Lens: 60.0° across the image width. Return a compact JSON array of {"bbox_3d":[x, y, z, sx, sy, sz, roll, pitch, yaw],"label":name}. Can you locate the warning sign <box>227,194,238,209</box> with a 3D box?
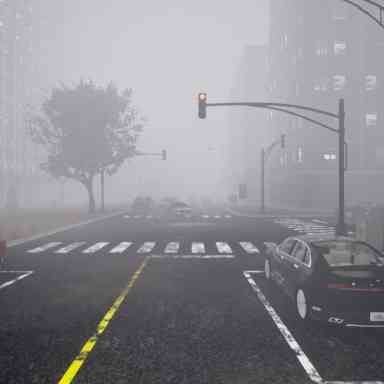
[{"bbox_3d":[5.037,1.138,41.461,1.300,1.860,1.060,0,0,0],"label":"warning sign"}]

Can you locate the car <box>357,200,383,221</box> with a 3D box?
[{"bbox_3d":[14.921,1.283,23.797,4.892,1.490,1.837,-1,0,-1],"label":"car"}]

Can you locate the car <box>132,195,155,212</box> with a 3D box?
[{"bbox_3d":[-5.723,1.336,39.327,2.192,1.841,5.009,0,0,0],"label":"car"}]

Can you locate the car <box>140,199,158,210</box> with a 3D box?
[{"bbox_3d":[-5.727,1.592,44.850,1.947,1.339,4.313,0,0,0],"label":"car"}]

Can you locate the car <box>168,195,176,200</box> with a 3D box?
[{"bbox_3d":[-5.766,1.654,94.556,2.008,1.369,4.403,0,0,0],"label":"car"}]

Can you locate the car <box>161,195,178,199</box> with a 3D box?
[{"bbox_3d":[-3.131,1.501,41.374,1.882,1.535,5.008,0,0,0],"label":"car"}]

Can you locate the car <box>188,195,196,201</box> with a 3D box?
[{"bbox_3d":[-0.061,1.446,79.075,1.812,1.442,4.674,0,0,0],"label":"car"}]

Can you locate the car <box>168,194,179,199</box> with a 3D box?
[{"bbox_3d":[-3.119,1.549,60.150,1.837,1.490,4.892,0,0,0],"label":"car"}]

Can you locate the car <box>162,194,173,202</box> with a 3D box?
[{"bbox_3d":[-5.753,1.385,77.987,2.192,1.841,5.009,0,0,0],"label":"car"}]

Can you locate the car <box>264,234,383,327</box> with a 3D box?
[{"bbox_3d":[2.684,1.551,6.945,2.008,1.369,4.403,0,0,0],"label":"car"}]

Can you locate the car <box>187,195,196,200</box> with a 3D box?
[{"bbox_3d":[-0.055,1.656,69.098,1.895,1.301,4.718,0,0,0],"label":"car"}]

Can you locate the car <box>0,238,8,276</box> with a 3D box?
[{"bbox_3d":[-5.696,1.545,6.939,1.887,1.381,4.507,0,0,0],"label":"car"}]

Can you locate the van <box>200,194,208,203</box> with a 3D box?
[{"bbox_3d":[2.632,1.402,72.471,1.690,1.788,3.998,0,0,0],"label":"van"}]

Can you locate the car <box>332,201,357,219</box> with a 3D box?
[{"bbox_3d":[13.405,1.350,26.360,4.403,1.369,2.008,-1,1,-1],"label":"car"}]

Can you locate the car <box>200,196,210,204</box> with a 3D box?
[{"bbox_3d":[2.637,1.578,67.118,1.752,1.417,4.829,0,0,0],"label":"car"}]

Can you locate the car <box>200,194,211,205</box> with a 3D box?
[{"bbox_3d":[2.641,1.610,61.425,1.947,1.339,4.313,0,0,0],"label":"car"}]

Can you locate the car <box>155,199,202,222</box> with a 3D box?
[{"bbox_3d":[-1.185,1.535,26.733,1.812,1.442,4.674,0,0,-24],"label":"car"}]
